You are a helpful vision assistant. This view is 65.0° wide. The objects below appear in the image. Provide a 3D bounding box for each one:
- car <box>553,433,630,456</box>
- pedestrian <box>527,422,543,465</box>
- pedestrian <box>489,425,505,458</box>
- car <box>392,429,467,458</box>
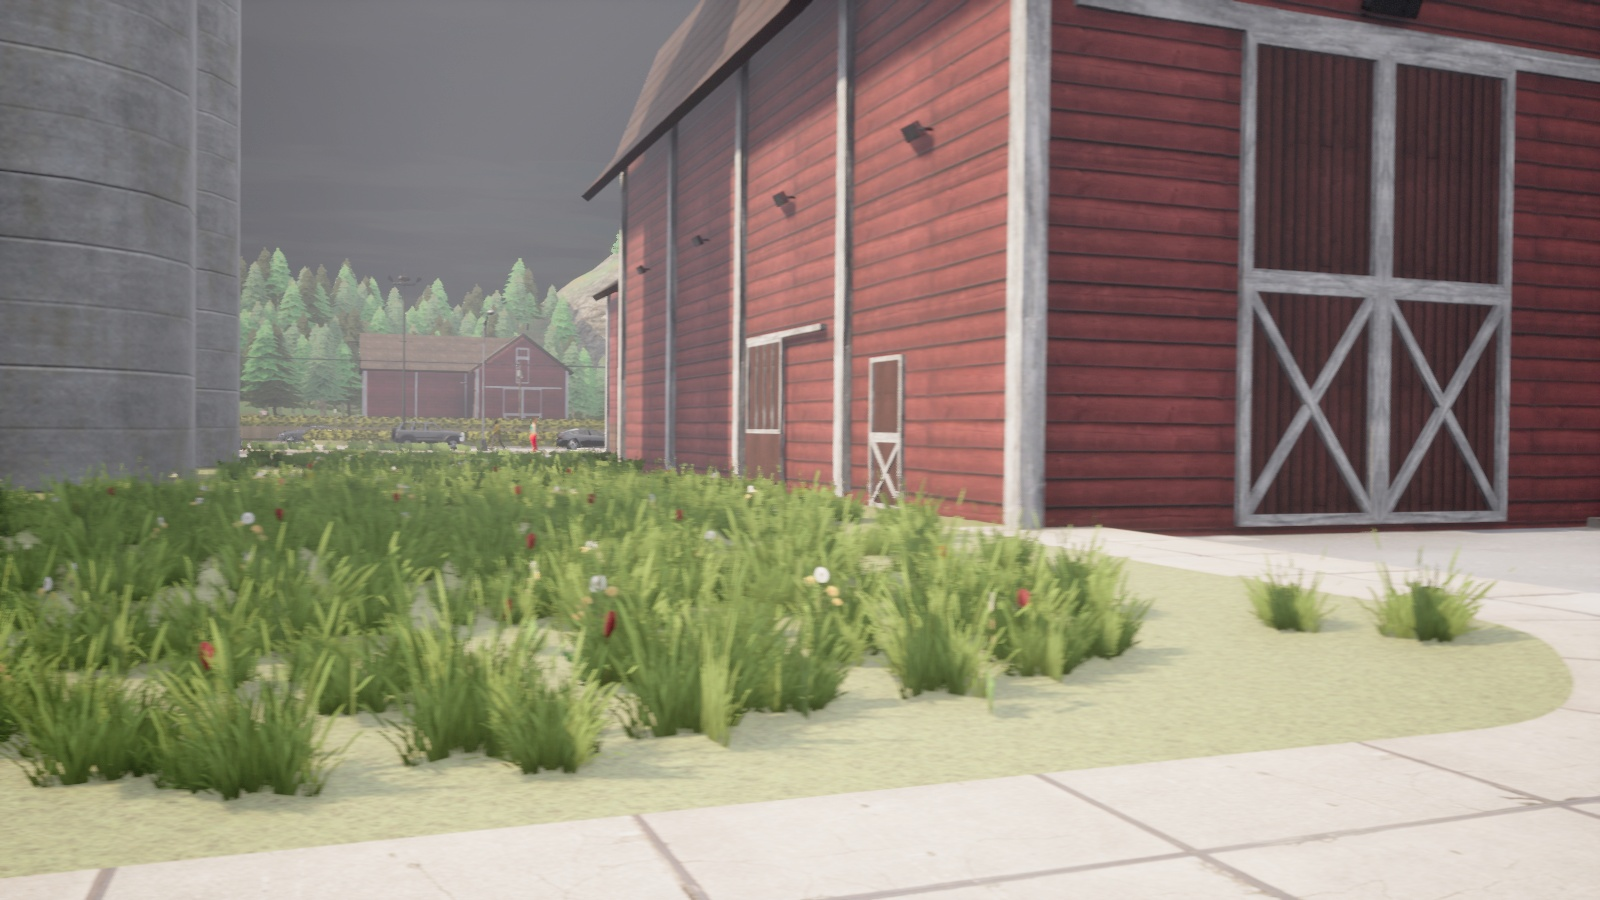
[{"bbox_3d":[-14.165,-0.411,85.375,4.792,1.488,2.163,-1,1,-20],"label":"car"},{"bbox_3d":[-11.300,-0.268,53.467,0.594,1.836,0.345,-1,1,-21],"label":"pedestrian"},{"bbox_3d":[-17.057,-0.486,70.693,0.726,1.835,0.370,-2,1,-44],"label":"pedestrian"},{"bbox_3d":[-24.092,-0.432,81.679,4.605,1.855,1.932,0,1,-19],"label":"car"}]
